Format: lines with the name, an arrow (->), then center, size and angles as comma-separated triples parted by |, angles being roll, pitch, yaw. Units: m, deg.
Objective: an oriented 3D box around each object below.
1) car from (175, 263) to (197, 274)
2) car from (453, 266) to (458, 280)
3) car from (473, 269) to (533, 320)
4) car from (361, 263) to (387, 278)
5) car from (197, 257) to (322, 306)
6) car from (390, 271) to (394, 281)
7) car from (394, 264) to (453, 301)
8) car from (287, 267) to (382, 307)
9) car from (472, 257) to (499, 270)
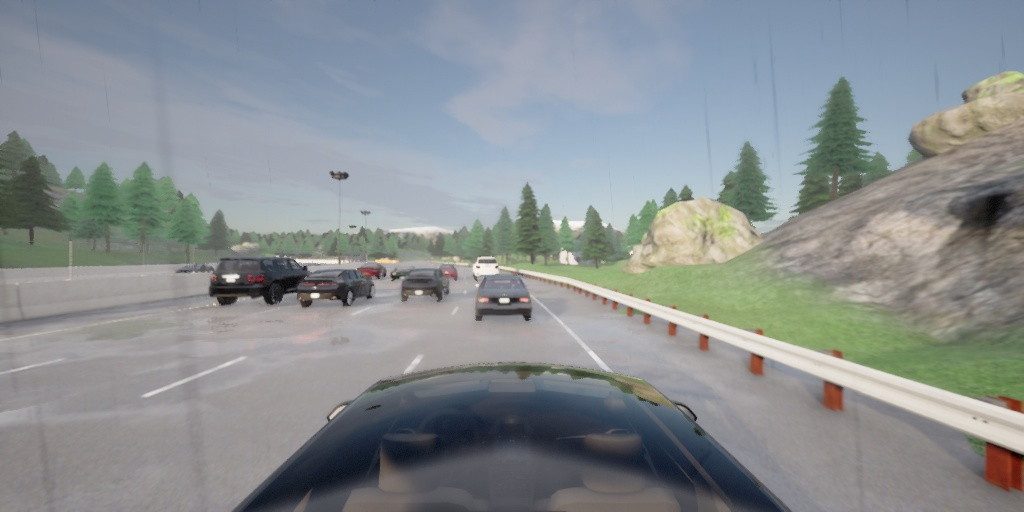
car -> -36.002, 1.538, 40.826 | 1.994, 1.385, 4.181 | 0, 0, -11
car -> -6.186, 1.478, 34.068 | 1.994, 1.385, 4.181 | 0, 0, -9
car -> -0.349, 1.353, 12.946 | 2.033, 1.411, 5.357 | 0, 0, -3
car -> -13.324, 1.400, 34.396 | 1.882, 1.535, 5.008 | 0, 0, -9
car -> -11.097, 1.054, 16.573 | 2.150, 2.045, 5.566 | 0, 0, -4
car -> -9.330, 1.505, 31.554 | 1.895, 1.301, 4.718 | 0, 0, -8
car -> -4.202, 1.337, 17.852 | 1.837, 1.490, 4.892 | 0, 0, -4
car -> -7.560, 1.325, 15.882 | 1.837, 1.490, 4.892 | 0, -2, -4
car -> -2.464, 1.126, 33.041 | 2.150, 2.045, 5.566 | 0, 0, -8
